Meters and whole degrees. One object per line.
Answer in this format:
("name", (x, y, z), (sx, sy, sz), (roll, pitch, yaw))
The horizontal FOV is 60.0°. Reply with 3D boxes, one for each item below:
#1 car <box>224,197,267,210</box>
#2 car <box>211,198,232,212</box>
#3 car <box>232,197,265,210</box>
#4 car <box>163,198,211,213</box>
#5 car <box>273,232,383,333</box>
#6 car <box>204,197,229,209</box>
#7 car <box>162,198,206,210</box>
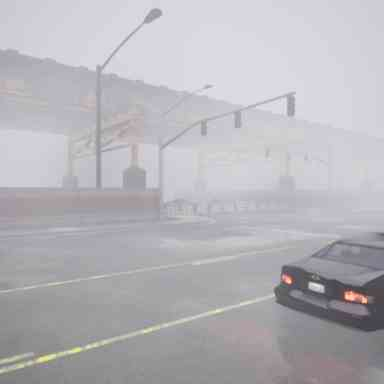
("car", (6.786, 1.445, 42.535), (4.974, 1.542, 2.038), (0, 0, -8))
("car", (2.915, 1.446, 38.735), (2.038, 1.542, 4.974), (0, 0, 17))
("car", (6.735, 1.287, 42.528), (4.536, 1.218, 1.853), (0, 0, -8))
("car", (-0.802, 1.447, 36.012), (4.974, 1.542, 2.038), (0, 0, 7))
("car", (3.989, 1.546, 6.699), (5.357, 1.411, 2.033), (0, 0, -36))
("car", (2.930, 1.288, 38.785), (1.853, 1.218, 4.536), (0, 0, 17))
("car", (-0.854, 1.290, 36.018), (4.536, 1.218, 1.853), (0, 0, 7))
